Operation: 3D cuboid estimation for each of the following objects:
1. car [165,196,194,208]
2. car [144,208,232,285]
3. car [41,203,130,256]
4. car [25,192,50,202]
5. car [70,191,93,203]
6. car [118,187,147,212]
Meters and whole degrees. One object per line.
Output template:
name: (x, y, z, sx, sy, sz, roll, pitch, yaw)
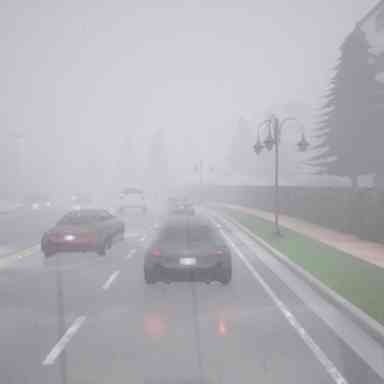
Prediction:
car: (-0.922, 0.976, 24.037, 2.033, 1.411, 5.357, 0, 1, -6)
car: (-0.114, 1.350, 8.871, 1.994, 1.385, 4.181, 0, 1, -1)
car: (-3.668, 1.291, 11.879, 1.994, 1.385, 4.181, 0, 1, -1)
car: (-20.220, 0.646, 43.388, 1.895, 1.301, 4.718, -1, 2, -41)
car: (-12.968, 0.630, 38.822, 1.837, 1.490, 4.892, 0, 1, -30)
car: (-5.002, 0.572, 27.947, 2.150, 2.045, 5.566, 0, 1, -11)
